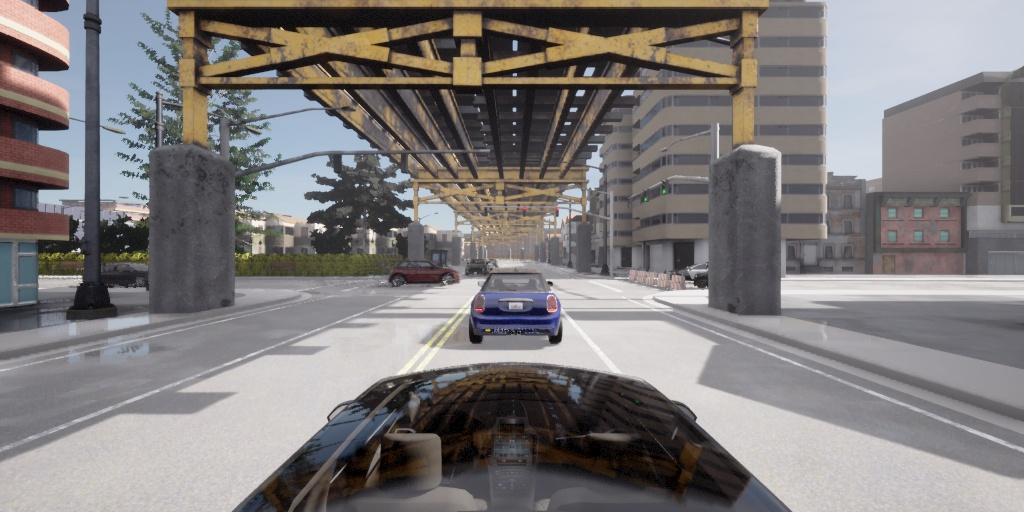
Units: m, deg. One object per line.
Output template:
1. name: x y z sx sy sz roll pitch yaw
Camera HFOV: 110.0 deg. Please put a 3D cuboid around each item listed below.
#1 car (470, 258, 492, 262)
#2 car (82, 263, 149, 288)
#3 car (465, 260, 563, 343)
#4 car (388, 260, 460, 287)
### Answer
1. car: -3.503 1.050 36.789 2.097 1.767 4.553 0 0 1
2. car: -23.841 1.177 22.502 4.892 1.490 1.837 0 0 0
3. car: 0.100 1.093 9.843 2.097 1.767 4.553 0 0 1
4. car: -5.769 1.062 23.673 4.553 1.767 2.097 0 0 -15
